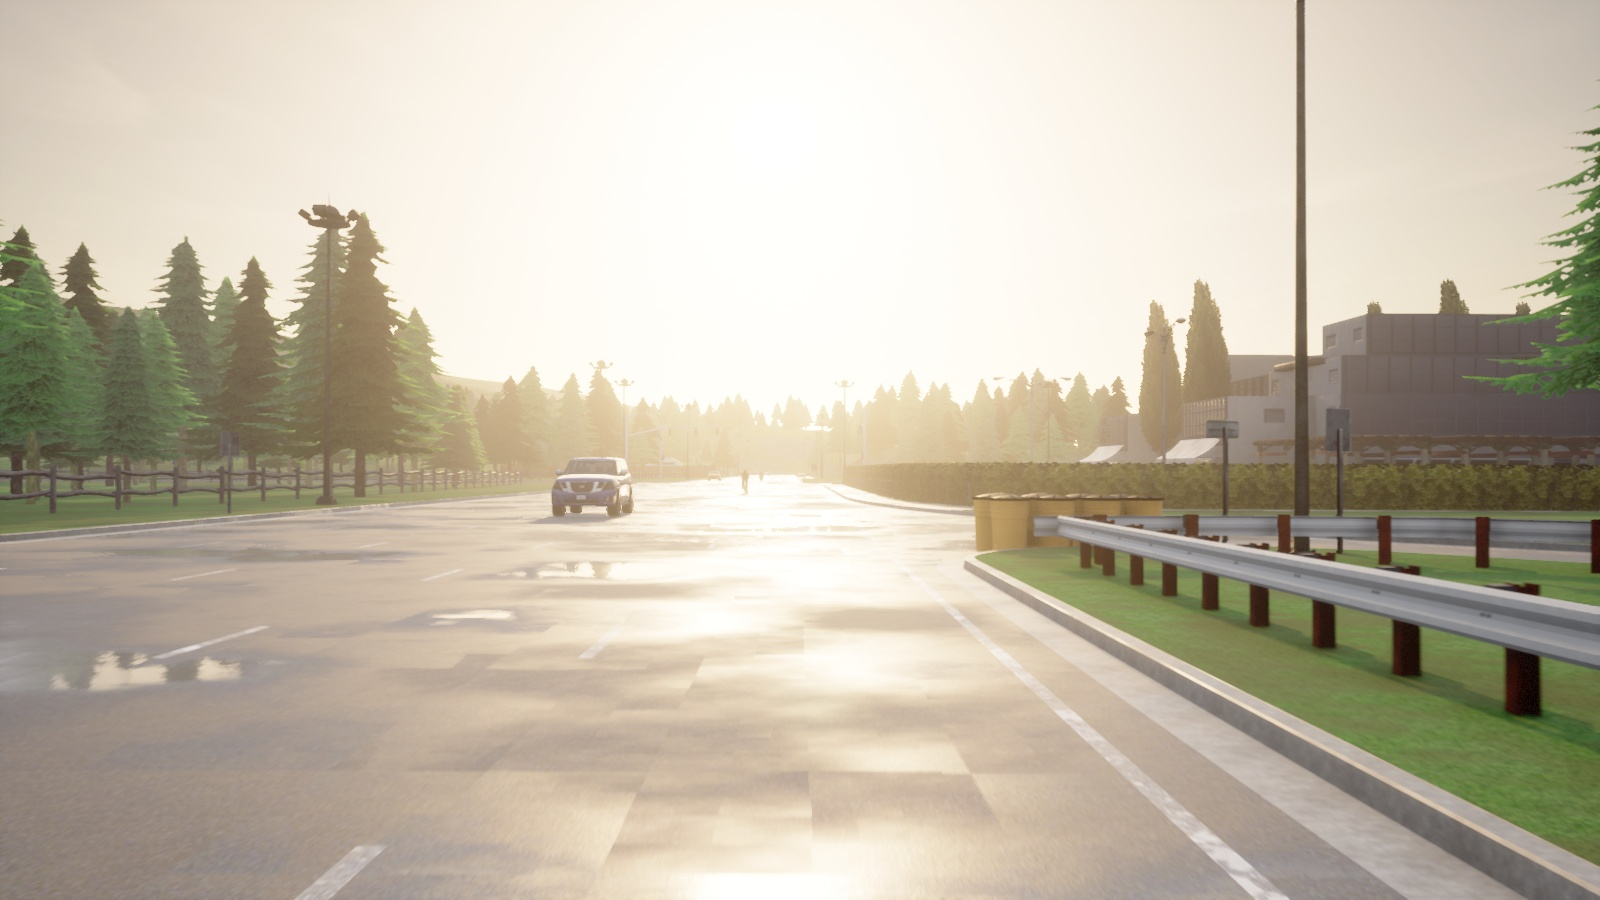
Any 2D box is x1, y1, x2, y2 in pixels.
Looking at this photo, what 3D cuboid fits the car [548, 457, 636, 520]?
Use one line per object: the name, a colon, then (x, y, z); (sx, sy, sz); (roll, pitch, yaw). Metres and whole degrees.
car: (-7.102, 1.290, 43.479); (2.150, 2.045, 5.566); (0, -1, 0)
